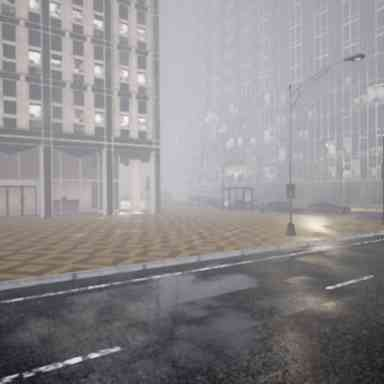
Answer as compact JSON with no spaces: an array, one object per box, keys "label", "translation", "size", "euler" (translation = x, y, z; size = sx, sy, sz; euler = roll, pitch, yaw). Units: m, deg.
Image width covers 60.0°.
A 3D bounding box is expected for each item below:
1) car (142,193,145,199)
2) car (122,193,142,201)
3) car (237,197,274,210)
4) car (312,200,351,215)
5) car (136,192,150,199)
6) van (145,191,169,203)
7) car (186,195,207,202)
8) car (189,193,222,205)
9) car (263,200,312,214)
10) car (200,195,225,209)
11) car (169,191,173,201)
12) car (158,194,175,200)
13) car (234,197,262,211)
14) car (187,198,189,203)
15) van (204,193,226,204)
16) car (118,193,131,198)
[{"label":"car","translation":[-8.847,0.782,76.762],"size":[2.192,1.841,5.009],"euler":[0,1,-34]},{"label":"car","translation":[-12.569,1.168,67.347],"size":[2.008,1.369,4.403],"euler":[0,1,-34]},{"label":"car","translation":[7.937,1.413,41.857],"size":[1.812,1.442,4.674],"euler":[-1,1,-34]},{"label":"car","translation":[13.687,1.543,33.429],"size":[1.994,1.385,4.181],"euler":[-1,1,-34]},{"label":"car","translation":[-12.050,0.854,81.458],"size":[1.967,1.590,4.097],"euler":[0,1,-34]},{"label":"van","translation":[-6.164,1.065,57.954],"size":[1.690,1.788,3.998],"euler":[0,1,-34]},{"label":"car","translation":[0.759,1.209,62.677],"size":[1.802,1.307,4.206],"euler":[0,1,-34]},{"label":"car","translation":[2.100,1.298,50.443],"size":[1.837,1.490,4.892],"euler":[-1,1,-34]},{"label":"car","translation":[9.739,1.549,34.405],"size":[1.947,1.339,4.313],"euler":[0,1,-34]},{"label":"car","translation":[3.397,1.446,43.841],"size":[1.947,1.339,4.313],"euler":[0,1,-34]},{"label":"car","translation":[-6.160,0.800,68.186],"size":[2.150,2.045,5.566],"euler":[-1,1,-34]},{"label":"car","translation":[-5.645,1.103,72.069],"size":[1.802,1.307,4.206],"euler":[0,1,-34]},{"label":"car","translation":[6.551,1.514,39.113],"size":[1.802,1.307,4.206],"euler":[0,1,-34]},{"label":"car","translation":[0.949,1.200,57.789],"size":[1.837,1.490,4.892],"euler":[-1,1,-34]},{"label":"van","translation":[3.962,1.020,57.979],"size":[1.690,1.788,3.998],"euler":[0,1,-34]},{"label":"car","translation":[-18.454,0.857,90.850],"size":[2.008,1.369,4.403],"euler":[0,1,-34]}]
